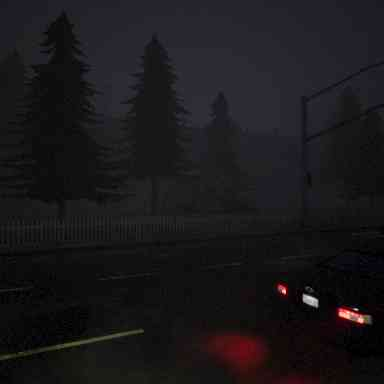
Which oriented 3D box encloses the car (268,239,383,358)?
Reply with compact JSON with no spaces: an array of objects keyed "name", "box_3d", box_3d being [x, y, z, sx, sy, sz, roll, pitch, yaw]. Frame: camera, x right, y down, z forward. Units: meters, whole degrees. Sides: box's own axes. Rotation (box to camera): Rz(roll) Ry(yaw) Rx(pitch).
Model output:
[{"name":"car","box_3d":[3.891,1.547,5.698,5.357,1.411,2.033,0,0,-26]}]
